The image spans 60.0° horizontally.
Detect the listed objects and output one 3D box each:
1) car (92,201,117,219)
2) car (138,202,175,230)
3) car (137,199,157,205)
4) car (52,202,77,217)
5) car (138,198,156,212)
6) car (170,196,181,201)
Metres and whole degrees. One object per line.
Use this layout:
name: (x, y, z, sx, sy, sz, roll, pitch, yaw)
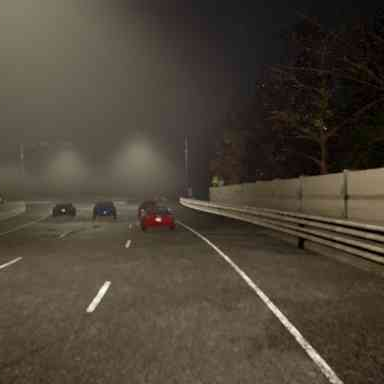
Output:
car: (-7.623, 1.490, 29.003, 1.882, 1.535, 5.008, 0, 0, -15)
car: (-2.237, 1.551, 20.964, 1.994, 1.385, 4.181, 0, 0, -10)
car: (-3.964, 1.463, 30.646, 1.882, 1.535, 5.008, 0, 0, -10)
car: (-12.029, 1.602, 31.522, 1.994, 1.385, 4.181, 0, 0, -17)
car: (-5.310, 1.530, 39.685, 2.033, 1.411, 5.357, 0, 0, -6)
car: (-4.946, 1.799, 94.265, 1.882, 1.535, 5.008, 0, -3, 4)
